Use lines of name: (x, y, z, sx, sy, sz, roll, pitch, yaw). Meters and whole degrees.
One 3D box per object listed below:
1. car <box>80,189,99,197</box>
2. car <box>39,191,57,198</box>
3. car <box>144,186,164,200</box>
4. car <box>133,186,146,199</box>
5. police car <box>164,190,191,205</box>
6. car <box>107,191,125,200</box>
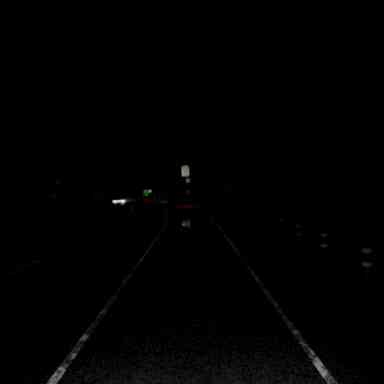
car: (-21.841, 0.156, 70.720, 4.902, 1.511, 2.128, -1, 5, 37)
car: (-34.506, 0.490, 79.521, 4.892, 1.490, 1.837, -3, 5, 27)
car: (-5.175, 0.370, 49.889, 1.882, 1.535, 5.008, -3, 3, -25)
car: (-8.090, -0.026, 55.464, 2.150, 2.045, 5.566, -4, 3, -30)
police car: (-1.618, 0.622, 40.187, 1.930, 1.638, 5.238, -2, 2, -15)
car: (-12.347, 0.582, 53.822, 1.994, 1.385, 4.181, -4, 3, -30)
